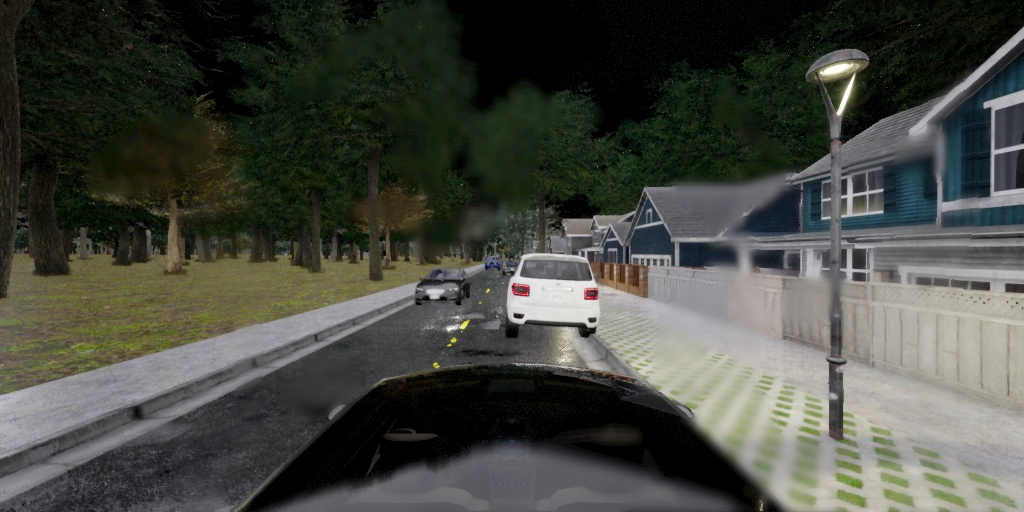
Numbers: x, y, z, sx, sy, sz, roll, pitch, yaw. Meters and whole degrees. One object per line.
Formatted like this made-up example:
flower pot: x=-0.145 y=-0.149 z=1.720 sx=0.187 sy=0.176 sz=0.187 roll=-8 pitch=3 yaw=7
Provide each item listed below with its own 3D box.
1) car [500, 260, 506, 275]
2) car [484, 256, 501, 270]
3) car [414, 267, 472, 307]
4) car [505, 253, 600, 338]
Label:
car: x=0.014 y=1.340 z=38.462 sx=1.994 sy=1.385 sz=4.181 roll=0 pitch=0 yaw=1
car: x=-2.776 y=0.998 z=51.863 sx=2.150 sy=2.045 sz=5.566 roll=0 pitch=0 yaw=0
car: x=-2.856 y=1.247 z=15.699 sx=2.128 sy=1.511 sz=4.902 roll=0 pitch=0 yaw=0
car: x=0.962 y=1.011 z=10.362 sx=2.150 sy=2.045 sz=5.566 roll=3 pitch=-1 yaw=0
